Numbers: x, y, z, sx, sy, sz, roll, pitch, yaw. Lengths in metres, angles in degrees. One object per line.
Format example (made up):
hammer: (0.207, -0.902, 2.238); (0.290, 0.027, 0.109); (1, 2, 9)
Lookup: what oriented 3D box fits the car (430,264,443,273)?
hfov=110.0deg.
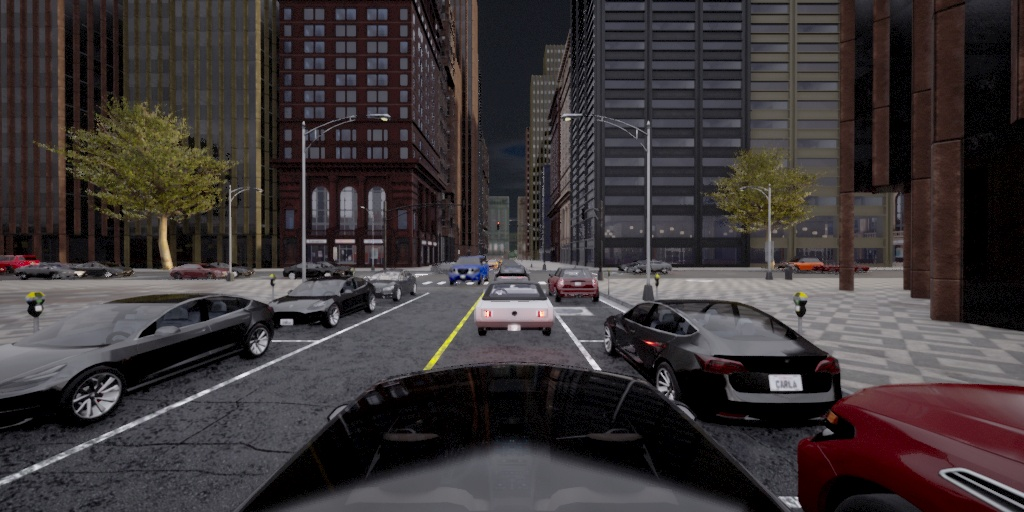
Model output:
car: (-7.338, 1.316, 41.787); (4.181, 1.385, 1.994); (0, 0, 0)

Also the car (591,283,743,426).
car: (2.767, 1.316, 5.695); (1.948, 1.339, 4.313); (0, 0, 0)

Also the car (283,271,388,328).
car: (-5.752, 1.316, 11.337); (1.948, 1.339, 4.313); (0, 0, 0)

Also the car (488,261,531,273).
car: (0.019, 1.243, 19.611); (2.128, 1.511, 4.902); (0, 0, 0)

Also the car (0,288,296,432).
car: (-5.758, 1.315, 5.701); (1.948, 1.339, 4.313); (0, 0, 0)

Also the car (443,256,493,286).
car: (-2.986, 0.981, 25.727); (2.150, 2.045, 5.566); (0, 0, 4)

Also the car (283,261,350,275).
car: (-17.517, 1.297, 31.828); (5.008, 1.535, 1.882); (0, 0, -1)

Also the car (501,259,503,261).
car: (-3.008, 1.271, 62.751); (2.128, 1.511, 4.902); (0, 0, 0)

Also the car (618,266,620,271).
car: (14.868, 1.194, 41.814); (4.892, 1.490, 1.837); (-1, 0, 0)

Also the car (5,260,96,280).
car: (-40.806, 1.372, 31.809); (4.902, 1.511, 2.128); (0, 0, 0)

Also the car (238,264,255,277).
car: (-27.920, 1.338, 35.062); (4.892, 1.490, 1.837); (0, 0, 0)

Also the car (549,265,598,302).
car: (2.778, 1.191, 16.967); (1.967, 1.591, 4.097); (0, 0, 0)

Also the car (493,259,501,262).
car: (-3.001, 1.248, 53.458); (1.882, 1.535, 5.008); (0, 0, 0)

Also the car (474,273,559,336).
car: (0.074, 1.351, 10.402); (1.895, 1.301, 4.718); (0, 0, 0)

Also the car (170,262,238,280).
car: (-27.579, 1.373, 31.814); (4.674, 1.442, 1.812); (0, 0, 0)

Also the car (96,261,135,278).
car: (-39.964, 1.371, 35.064); (4.892, 1.490, 1.837); (0, 0, 0)

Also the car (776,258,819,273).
car: (33.594, 1.005, 41.828); (4.553, 1.767, 2.097); (0, 0, 0)

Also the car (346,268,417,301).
car: (-5.747, 1.301, 16.974); (2.007, 1.370, 4.403); (0, 0, 0)

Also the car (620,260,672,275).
car: (14.654, 1.197, 38.576); (4.902, 1.511, 2.128); (0, 0, -2)

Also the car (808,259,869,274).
car: (35.252, 1.266, 38.580); (4.718, 1.301, 1.895); (0, 0, 0)

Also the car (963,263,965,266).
car: (49.207, 0.781, 41.755); (5.357, 1.411, 2.033); (0, 0, 0)
